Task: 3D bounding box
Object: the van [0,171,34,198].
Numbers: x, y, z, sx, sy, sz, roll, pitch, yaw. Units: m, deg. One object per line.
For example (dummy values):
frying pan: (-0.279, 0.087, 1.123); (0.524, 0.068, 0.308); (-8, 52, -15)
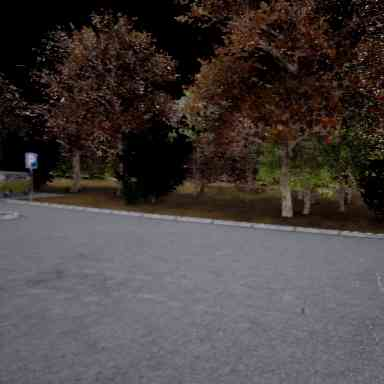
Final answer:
van: (-14.618, -0.649, 26.513); (1.878, 1.987, 4.442); (3, 3, 5)
